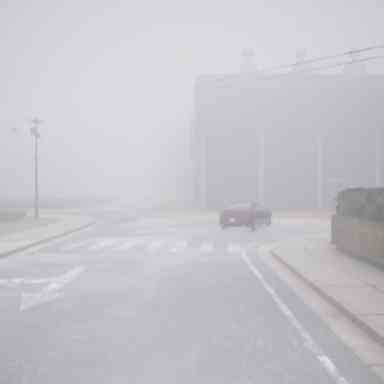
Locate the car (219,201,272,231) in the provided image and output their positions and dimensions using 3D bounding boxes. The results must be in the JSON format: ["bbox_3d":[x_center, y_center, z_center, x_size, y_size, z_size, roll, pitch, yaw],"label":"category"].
[{"bbox_3d":[3.192,1.253,19.038,1.882,1.535,5.008,0,1,28],"label":"car"}]

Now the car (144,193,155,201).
[{"bbox_3d":[-8.513,1.049,66.082,1.837,1.490,4.892,0,0,-3],"label":"car"}]
